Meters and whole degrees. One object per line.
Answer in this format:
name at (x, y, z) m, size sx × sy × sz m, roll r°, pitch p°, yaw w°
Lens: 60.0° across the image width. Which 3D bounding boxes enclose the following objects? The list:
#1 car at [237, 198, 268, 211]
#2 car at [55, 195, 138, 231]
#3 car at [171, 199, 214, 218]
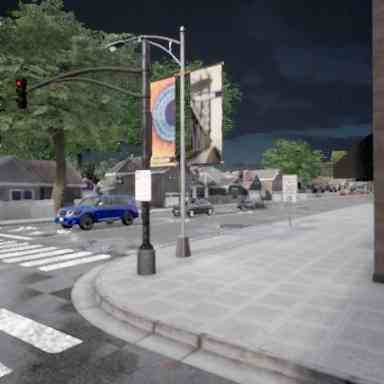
car at (7.352, 1.427, 39.963) m, size 2.033 × 1.411 × 5.357 m, roll 0°, pitch 0°, yaw 36°
car at (-5.933, 1.227, 21.448) m, size 2.150 × 2.045 × 5.566 m, roll 0°, pitch 0°, yaw 36°
car at (0.133, 1.452, 29.912) m, size 1.837 × 1.490 × 4.892 m, roll 0°, pitch 0°, yaw 36°
